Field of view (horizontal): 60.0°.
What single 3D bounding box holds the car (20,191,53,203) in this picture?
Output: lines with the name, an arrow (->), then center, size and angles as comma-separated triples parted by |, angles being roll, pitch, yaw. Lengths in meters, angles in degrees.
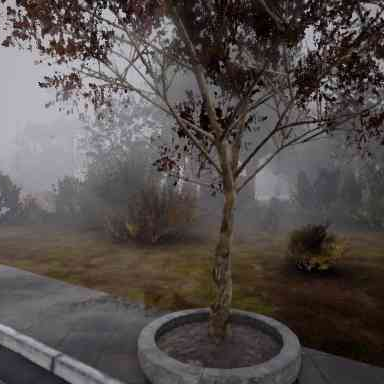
car -> -21.177, 0.884, 45.397 | 2.150, 2.045, 5.566 | 1, 1, 32

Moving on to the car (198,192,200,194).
car -> 0.905, 0.968, 60.273 | 2.150, 2.045, 5.566 | 1, 0, 32
